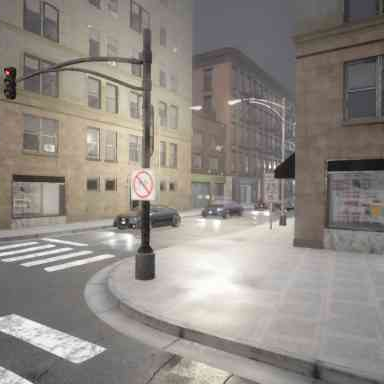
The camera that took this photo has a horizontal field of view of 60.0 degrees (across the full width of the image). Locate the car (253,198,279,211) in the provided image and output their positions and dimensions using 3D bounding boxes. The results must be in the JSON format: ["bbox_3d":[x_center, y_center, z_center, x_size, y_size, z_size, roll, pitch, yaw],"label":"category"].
[{"bbox_3d":[7.962,1.191,34.503,1.994,1.385,4.181,1,1,34],"label":"car"}]

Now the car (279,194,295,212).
[{"bbox_3d":[10.827,1.208,33.047,2.033,1.411,5.357,1,1,34],"label":"car"}]

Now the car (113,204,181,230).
[{"bbox_3d":[-2.452,1.388,18.910,1.994,1.385,4.181,1,1,34],"label":"car"}]

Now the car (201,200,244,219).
[{"bbox_3d":[2.462,1.297,26.277,1.994,1.385,4.181,1,1,34],"label":"car"}]
